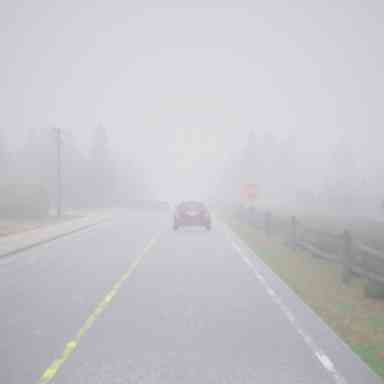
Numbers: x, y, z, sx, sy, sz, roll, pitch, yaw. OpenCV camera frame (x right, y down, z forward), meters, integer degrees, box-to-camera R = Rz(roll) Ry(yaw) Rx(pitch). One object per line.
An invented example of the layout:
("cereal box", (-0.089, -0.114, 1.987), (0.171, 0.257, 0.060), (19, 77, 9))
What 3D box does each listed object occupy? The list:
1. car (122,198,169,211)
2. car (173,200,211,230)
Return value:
("car", (-5.225, 1.370, 37.388), (5.357, 1.411, 2.033), (0, 0, 25))
("car", (0.024, 1.245, 20.084), (2.097, 1.767, 4.553), (0, 0, 0))
